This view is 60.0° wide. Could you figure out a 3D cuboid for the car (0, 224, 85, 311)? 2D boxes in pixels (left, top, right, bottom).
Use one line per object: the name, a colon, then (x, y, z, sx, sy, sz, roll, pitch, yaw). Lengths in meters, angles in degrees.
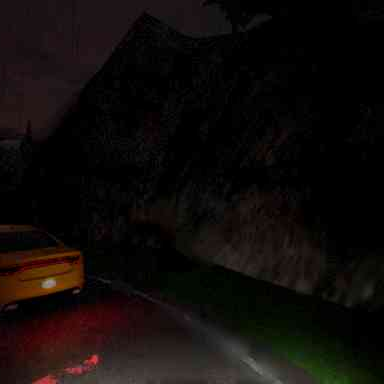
car: (-4.402, 1.478, 7.554, 5.008, 1.535, 1.882, 0, 0, 41)
